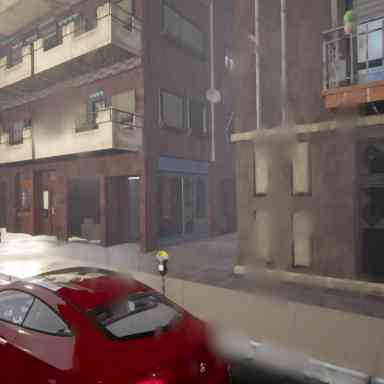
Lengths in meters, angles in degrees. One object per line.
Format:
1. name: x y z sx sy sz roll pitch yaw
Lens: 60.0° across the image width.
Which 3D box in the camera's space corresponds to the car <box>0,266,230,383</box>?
1. car: -1.566 1.583 3.970 4.206 1.307 1.802 0 -1 36
